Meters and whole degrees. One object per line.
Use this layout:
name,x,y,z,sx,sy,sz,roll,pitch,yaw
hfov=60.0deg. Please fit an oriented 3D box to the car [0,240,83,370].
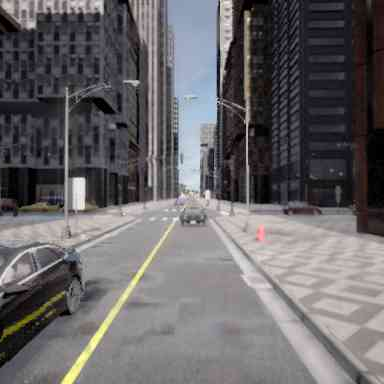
car,-3.099,1.542,4.847,2.128,1.511,4.902,0,-1,0

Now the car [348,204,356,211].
car,23.151,1.842,44.581,4.097,1.590,1.967,0,-1,0

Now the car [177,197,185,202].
car,-2.989,2.155,91.192,1.895,1.301,4.718,0,-1,0

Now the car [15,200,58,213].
car,-20.613,2.046,44.851,4.829,1.417,1.752,0,-1,0

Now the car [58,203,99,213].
car,-15.012,2.030,44.816,4.829,1.417,1.752,0,-1,0

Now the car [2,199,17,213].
car,-26.045,1.851,44.886,5.009,1.841,2.192,0,-1,0

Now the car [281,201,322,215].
car,11.899,1.756,36.126,4.097,1.590,1.967,0,-1,0

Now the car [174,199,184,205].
car,-2.990,2.255,75.602,1.882,1.535,5.008,0,-1,0

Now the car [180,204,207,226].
car,0.104,1.858,25.458,1.895,1.301,4.718,0,-1,0
